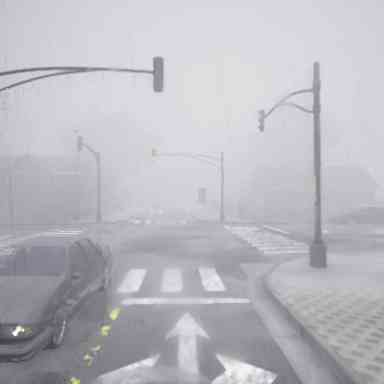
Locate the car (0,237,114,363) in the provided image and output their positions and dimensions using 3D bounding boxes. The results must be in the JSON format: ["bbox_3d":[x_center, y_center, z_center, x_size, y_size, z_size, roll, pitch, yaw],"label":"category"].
[{"bbox_3d":[-2.898,1.648,6.598,2.033,1.411,5.357,0,-1,-2],"label":"car"}]

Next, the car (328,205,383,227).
[{"bbox_3d":[12.685,1.786,24.758,4.892,1.490,1.837,0,-1,-2],"label":"car"}]

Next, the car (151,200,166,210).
[{"bbox_3d":[-5.931,2.370,56.602,1.895,1.301,4.718,0,-1,-4],"label":"car"}]
